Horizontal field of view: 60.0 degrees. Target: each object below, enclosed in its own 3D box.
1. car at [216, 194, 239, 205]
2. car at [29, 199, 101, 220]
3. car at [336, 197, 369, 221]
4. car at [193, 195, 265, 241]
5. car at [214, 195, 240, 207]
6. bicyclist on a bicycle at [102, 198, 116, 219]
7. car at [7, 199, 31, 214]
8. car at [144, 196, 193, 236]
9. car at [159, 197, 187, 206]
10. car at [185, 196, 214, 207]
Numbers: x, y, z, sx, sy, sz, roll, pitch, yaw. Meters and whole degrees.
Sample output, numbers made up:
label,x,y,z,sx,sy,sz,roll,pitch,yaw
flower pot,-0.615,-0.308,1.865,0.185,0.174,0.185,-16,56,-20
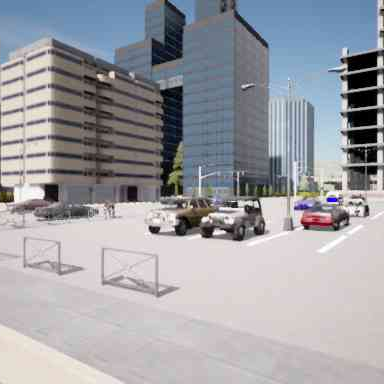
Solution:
label,x,y,z,sx,sy,sz,roll,pitch,yaw
car,6.282,1.329,58.819,2.097,1.767,4.553,0,0,34
car,-10.271,1.528,27.761,2.033,1.411,5.357,0,0,36
car,14.034,1.391,28.634,1.970,1.475,3.806,0,0,34
car,2.037,1.150,15.653,1.905,1.878,3.866,0,0,34
car,5.442,1.331,51.142,2.097,1.767,4.553,0,0,34
bicyclist on a bicycle,-6.582,1.286,26.261,1.656,1.620,0.582,0,0,34
car,-17.442,1.498,36.046,1.812,1.442,4.674,0,0,33
car,-0.334,1.145,17.314,1.932,1.855,4.605,0,0,34
car,-3.223,1.519,57.217,2.033,1.411,5.357,0,0,34
car,1.247,1.469,51.185,2.128,1.511,4.902,0,0,34
